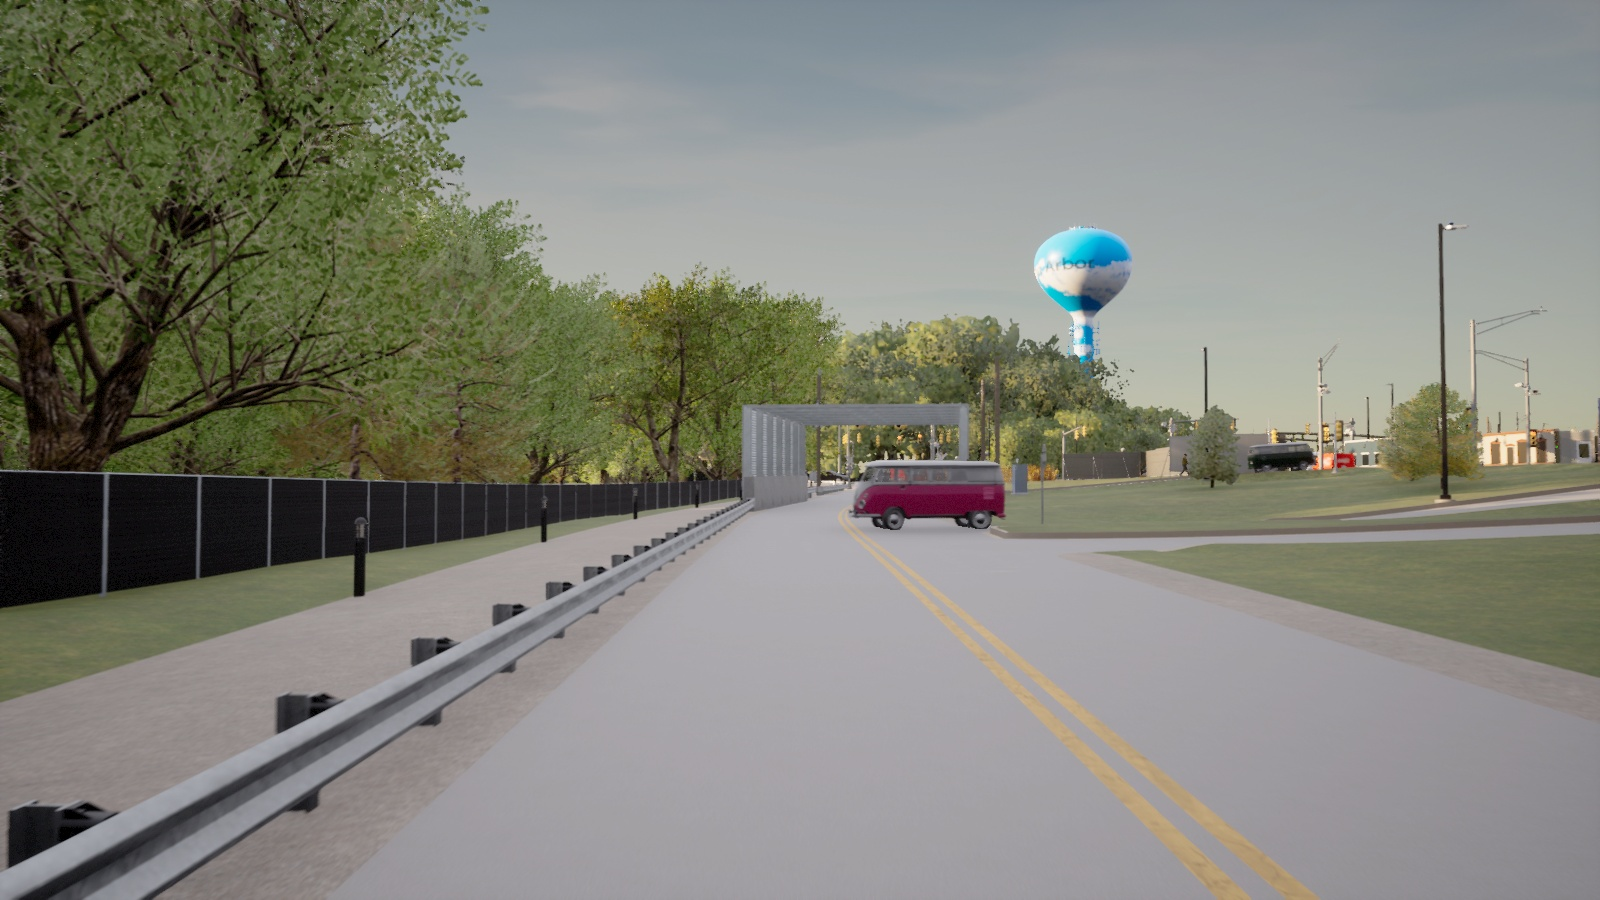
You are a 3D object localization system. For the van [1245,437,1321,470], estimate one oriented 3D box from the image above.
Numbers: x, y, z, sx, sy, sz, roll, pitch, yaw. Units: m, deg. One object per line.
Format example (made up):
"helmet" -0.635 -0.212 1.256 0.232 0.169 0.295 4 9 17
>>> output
"van" 33.496 0.258 87.230 4.442 1.987 1.775 -4 -2 0

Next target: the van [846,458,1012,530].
"van" 3.717 1.268 36.453 4.442 1.987 1.775 0 -1 -10
